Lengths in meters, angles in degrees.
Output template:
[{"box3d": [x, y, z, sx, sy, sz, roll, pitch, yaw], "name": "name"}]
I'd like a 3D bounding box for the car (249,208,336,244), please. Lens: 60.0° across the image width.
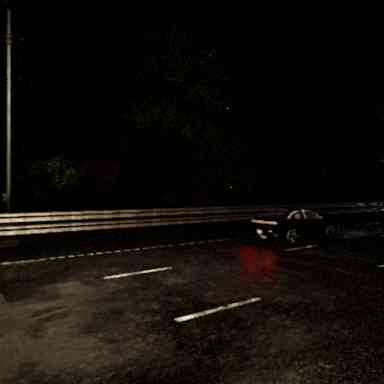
[{"box3d": [4.907, 1.509, 15.828, 4.902, 1.511, 2.128, 0, 0, -35], "name": "car"}]
